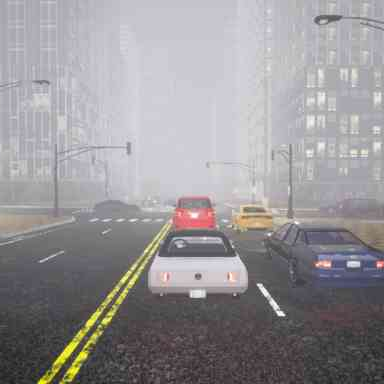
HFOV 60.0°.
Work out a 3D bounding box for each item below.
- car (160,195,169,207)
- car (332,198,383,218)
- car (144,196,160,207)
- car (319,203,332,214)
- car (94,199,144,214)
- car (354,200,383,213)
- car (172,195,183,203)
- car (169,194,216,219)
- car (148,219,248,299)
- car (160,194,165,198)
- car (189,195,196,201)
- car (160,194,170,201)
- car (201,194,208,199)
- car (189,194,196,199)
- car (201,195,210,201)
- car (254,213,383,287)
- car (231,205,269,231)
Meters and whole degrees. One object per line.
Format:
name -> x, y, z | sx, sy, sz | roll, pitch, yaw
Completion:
car -> -3.287, 1.528, 51.233 | 1.994, 1.385, 4.181 | 0, 0, 0
car -> 16.233, 1.518, 30.816 | 5.009, 1.841, 2.192 | 1, 0, 1
car -> -6.543, 1.456, 50.799 | 2.128, 1.511, 4.902 | 0, 0, 0
car -> 16.558, 1.590, 36.596 | 5.008, 1.535, 1.882 | 1, 1, 1
car -> -7.566, 1.475, 33.792 | 4.674, 1.442, 1.812 | 0, 1, 1
car -> 21.850, 1.642, 39.097 | 4.829, 1.417, 1.752 | 1, 0, 1
car -> -3.177, 1.465, 71.581 | 2.128, 1.511, 4.902 | 0, 0, 0
car -> 0.119, 1.212, 18.143 | 2.150, 2.045, 5.566 | 0, 0, 0
car -> 0.110, 1.597, 8.384 | 1.895, 1.301, 4.718 | 0, 0, 0
car -> -6.492, 1.431, 60.473 | 1.882, 1.535, 5.008 | 0, 0, -1
car -> 0.084, 1.442, 82.038 | 1.812, 1.442, 4.674 | 0, 0, 0
car -> -6.418, 1.282, 80.673 | 2.097, 1.767, 4.553 | 0, 0, 0
car -> 3.344, 1.265, 92.036 | 1.812, 1.442, 4.674 | 0, 0, 0
car -> 0.094, 1.265, 92.040 | 1.812, 1.442, 4.674 | 0, 0, 0
car -> 3.334, 1.457, 81.619 | 2.033, 1.411, 5.357 | 0, 0, 0
car -> 3.365, 1.543, 9.411 | 2.033, 1.411, 5.357 | 0, 0, 0
car -> 3.374, 1.468, 19.230 | 1.882, 1.535, 5.008 | 0, 0, 1
